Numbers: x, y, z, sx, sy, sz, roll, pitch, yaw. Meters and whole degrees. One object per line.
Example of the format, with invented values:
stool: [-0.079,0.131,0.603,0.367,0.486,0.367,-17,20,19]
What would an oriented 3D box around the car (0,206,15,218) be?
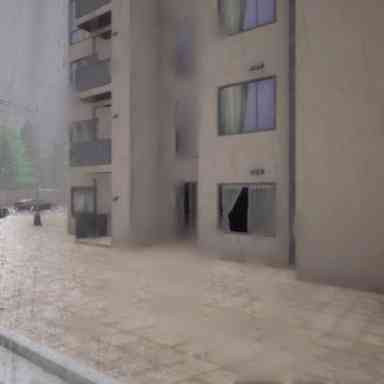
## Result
car: [-16.969,1.560,27.236,1.994,1.385,4.181,0,0,4]

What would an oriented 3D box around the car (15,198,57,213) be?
car: [-17.634,1.500,37.754,1.837,1.490,4.892,0,0,24]
